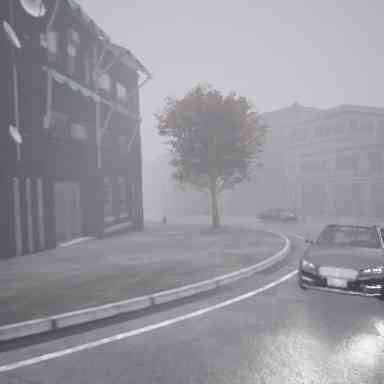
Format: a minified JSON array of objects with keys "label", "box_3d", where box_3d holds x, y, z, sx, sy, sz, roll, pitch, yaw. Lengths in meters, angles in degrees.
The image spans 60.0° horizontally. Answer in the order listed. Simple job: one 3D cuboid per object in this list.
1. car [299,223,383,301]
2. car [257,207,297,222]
[{"label":"car","box_3d":[4.248,1.607,8.830,2.128,1.511,4.902,-1,-1,32]},{"label":"car","box_3d":[8.329,2.193,32.822,1.994,1.385,4.181,-3,-1,-28]}]
